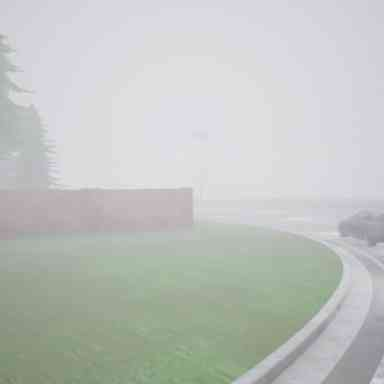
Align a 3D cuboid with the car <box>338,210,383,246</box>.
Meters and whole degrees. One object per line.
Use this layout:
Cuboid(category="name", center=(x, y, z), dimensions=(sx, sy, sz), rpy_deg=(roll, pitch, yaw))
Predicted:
Cuboid(category="car", center=(8.177, 1.511, 14.886), dimensions=(1.994, 1.385, 4.181), rpy_deg=(-1, 0, 3))
